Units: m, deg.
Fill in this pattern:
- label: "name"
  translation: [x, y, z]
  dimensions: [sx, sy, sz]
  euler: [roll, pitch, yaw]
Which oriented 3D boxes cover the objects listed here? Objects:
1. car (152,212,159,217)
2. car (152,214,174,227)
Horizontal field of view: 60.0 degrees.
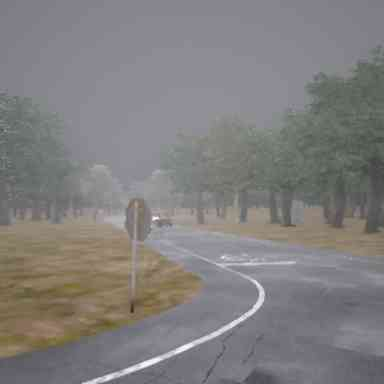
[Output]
- label: "car"
  translation: [-6.958, 4.497, 57.641]
  dimensions: [2.150, 2.045, 5.566]
  euler: [2, -4, -17]
- label: "car"
  translation: [-4.036, 4.296, 47.999]
  dimensions: [1.895, 1.301, 4.718]
  euler: [2, -4, -16]
